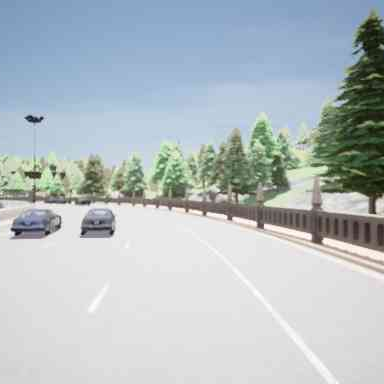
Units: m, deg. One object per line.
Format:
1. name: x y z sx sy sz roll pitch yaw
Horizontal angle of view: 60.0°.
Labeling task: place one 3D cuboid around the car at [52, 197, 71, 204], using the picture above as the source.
1. car: -29.016 1.926 75.093 2.097 1.767 4.553 0 0 -43

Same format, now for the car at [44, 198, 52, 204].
1. car: -33.686 2.148 79.771 4.674 1.442 1.812 -1 0 43

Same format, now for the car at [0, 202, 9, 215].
1. car: -22.707 1.876 38.727 2.033 1.411 5.357 0 0 -24

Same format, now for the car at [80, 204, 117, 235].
1. car: -5.576 1.693 20.148 2.033 1.411 5.357 0 0 -12

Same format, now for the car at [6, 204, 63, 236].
1. car: -9.061 1.705 19.794 2.033 1.411 5.357 0 0 -12

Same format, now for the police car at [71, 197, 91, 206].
1. police car: -21.992 1.921 66.855 1.930 1.638 5.238 0 0 -38
